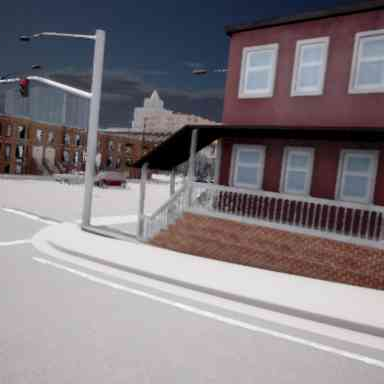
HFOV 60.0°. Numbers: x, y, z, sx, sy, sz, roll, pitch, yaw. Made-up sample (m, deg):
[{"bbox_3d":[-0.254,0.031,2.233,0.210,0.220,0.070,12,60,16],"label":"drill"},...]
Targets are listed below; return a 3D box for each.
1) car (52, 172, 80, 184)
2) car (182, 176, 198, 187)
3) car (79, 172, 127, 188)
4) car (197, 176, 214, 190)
[{"bbox_3d":[-12.841,-1.574,36.581,1.895,1.301,4.718,9,5,36],"label":"car"},{"bbox_3d":[0.353,-1.802,54.738,2.097,1.767,4.553,9,5,36],"label":"car"},{"bbox_3d":[-9.197,-1.390,35.636,2.097,1.767,4.553,9,5,36],"label":"car"},{"bbox_3d":[3.380,-1.231,53.024,2.128,1.511,4.902,9,5,36],"label":"car"}]
